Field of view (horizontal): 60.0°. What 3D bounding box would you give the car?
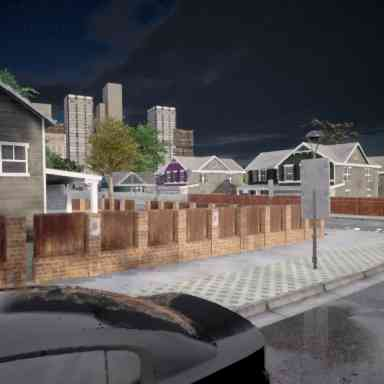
[{"bbox_3d":[-1.688,1.477,1.964,5.008,1.535,1.882,0,0,-36],"label":"car"}]
